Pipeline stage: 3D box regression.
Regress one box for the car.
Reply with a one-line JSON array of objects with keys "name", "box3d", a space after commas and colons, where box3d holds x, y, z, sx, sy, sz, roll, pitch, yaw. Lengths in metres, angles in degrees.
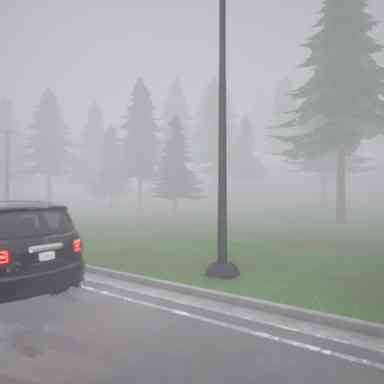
[{"name": "car", "box3d": [-4.746, 1.216, 7.387, 5.566, 2.045, 2.150, 0, 0, 35]}]
